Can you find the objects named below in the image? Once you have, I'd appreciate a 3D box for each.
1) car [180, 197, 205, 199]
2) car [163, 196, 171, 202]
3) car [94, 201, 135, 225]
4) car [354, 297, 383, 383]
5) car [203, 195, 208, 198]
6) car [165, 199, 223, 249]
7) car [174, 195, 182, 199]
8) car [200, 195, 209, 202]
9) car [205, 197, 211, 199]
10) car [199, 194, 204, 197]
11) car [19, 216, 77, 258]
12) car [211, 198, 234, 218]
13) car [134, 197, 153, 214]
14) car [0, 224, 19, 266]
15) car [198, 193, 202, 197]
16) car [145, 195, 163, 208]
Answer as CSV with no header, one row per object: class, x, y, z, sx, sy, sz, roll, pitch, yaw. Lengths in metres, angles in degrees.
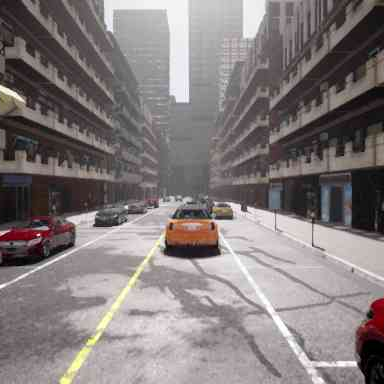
car,0.000,1.510,29.653,1.837,1.490,4.892,0,0,0
car,-5.700,1.538,74.218,2.008,1.369,4.403,-1,0,0
car,-5.700,1.544,23.801,2.008,1.369,4.403,-1,0,0
car,2.677,1.313,1.363,2.192,1.841,5.009,-1,0,0
car,2.678,1.430,40.577,1.967,1.590,4.097,-1,0,0
car,0.000,1.363,14.621,2.097,1.767,4.553,0,0,0
car,-3.000,1.489,75.933,2.033,1.411,5.357,0,0,0
car,3.000,1.494,80.601,1.837,1.490,4.892,0,0,0
car,2.680,1.557,34.975,1.947,1.339,4.313,-1,0,0
car,2.680,1.554,62.985,1.947,1.339,4.313,-1,0,0
car,-5.700,1.578,12.596,1.802,1.307,4.206,-1,0,0
car,2.679,1.518,29.543,1.752,1.417,4.829,-1,0,0
car,-5.700,1.542,35.004,2.008,1.369,4.403,-1,0,0
car,-5.700,1.579,6.994,1.802,1.307,4.206,-1,0,0
car,2.680,1.538,68.588,2.008,1.369,4.403,-1,0,0
car,-5.703,1.305,46.208,2.192,1.841,5.009,-1,0,0
